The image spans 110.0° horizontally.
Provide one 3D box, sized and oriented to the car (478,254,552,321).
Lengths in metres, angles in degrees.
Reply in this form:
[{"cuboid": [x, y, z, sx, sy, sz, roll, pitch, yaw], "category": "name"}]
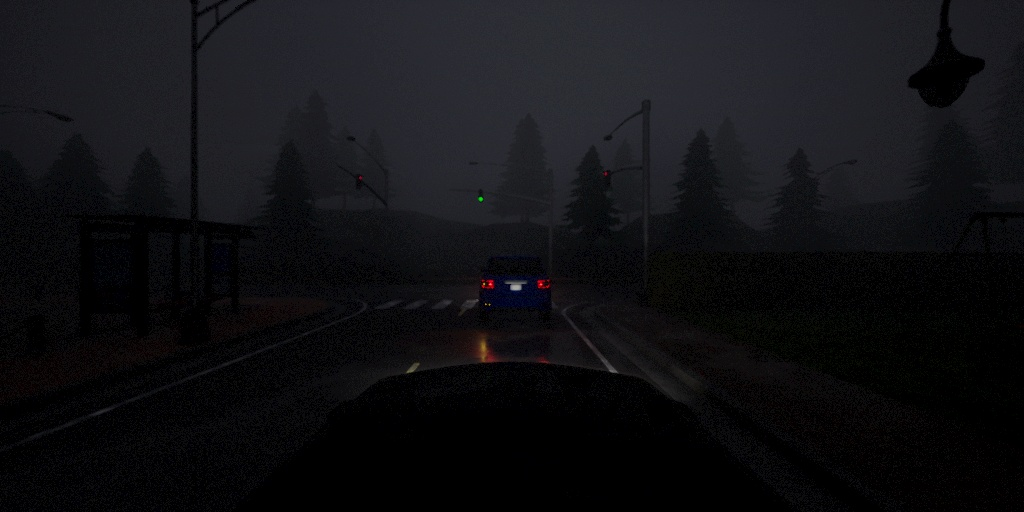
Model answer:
[{"cuboid": [0.041, 0.948, 12.478, 2.150, 2.045, 5.566, 0, 0, -1], "category": "car"}]
